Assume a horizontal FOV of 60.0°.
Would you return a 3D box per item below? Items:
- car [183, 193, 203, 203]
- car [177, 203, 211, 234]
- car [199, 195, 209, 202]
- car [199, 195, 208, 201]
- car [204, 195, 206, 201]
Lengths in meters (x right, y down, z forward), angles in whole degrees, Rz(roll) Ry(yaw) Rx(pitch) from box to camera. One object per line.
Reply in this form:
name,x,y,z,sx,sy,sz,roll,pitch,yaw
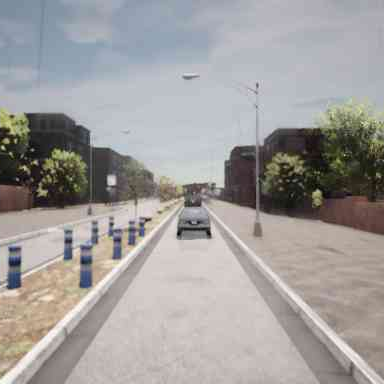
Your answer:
car,0.101,1.289,42.657,2.150,2.045,5.566,0,0,0
car,0.095,1.561,19.081,2.033,1.411,5.357,0,0,0
car,2.999,1.658,83.633,2.231,1.521,4.892,0,0,0
car,2.999,1.694,89.191,2.163,1.488,4.792,0,0,0
car,2.999,1.649,77.985,2.231,1.521,4.892,0,0,0
